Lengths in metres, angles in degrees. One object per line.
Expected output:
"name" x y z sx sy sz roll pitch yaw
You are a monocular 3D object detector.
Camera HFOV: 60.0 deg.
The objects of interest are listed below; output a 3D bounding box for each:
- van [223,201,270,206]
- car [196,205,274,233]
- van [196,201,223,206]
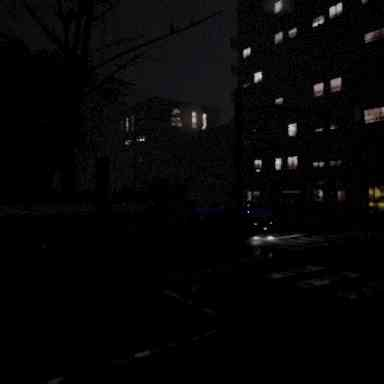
"van" 4.918 1.658 28.610 1.690 1.788 3.998 -1 0 -36
"car" 2.763 1.810 21.758 2.033 1.411 5.357 0 -1 -36
"van" 1.660 1.749 33.088 1.690 1.788 3.998 -1 0 -36
